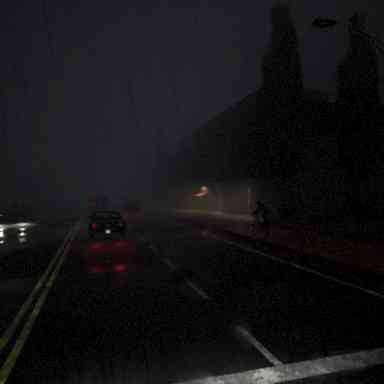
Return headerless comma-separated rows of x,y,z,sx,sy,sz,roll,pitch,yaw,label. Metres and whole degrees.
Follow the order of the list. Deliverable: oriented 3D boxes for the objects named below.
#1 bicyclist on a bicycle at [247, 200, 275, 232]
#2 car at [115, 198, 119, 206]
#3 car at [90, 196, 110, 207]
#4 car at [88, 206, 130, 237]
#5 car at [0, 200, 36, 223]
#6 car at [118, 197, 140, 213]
3.640,1.258,17.484,1.656,1.620,0.582,-1,0,-16,bicyclist on a bicycle
-10.332,1.634,49.691,2.097,1.767,4.553,-1,0,-16,car
-11.489,1.515,41.478,2.150,2.045,5.566,-1,0,-16,car
-4.912,1.728,19.049,1.895,1.301,4.718,-1,0,-16,car
-15.563,1.830,29.867,1.882,1.535,5.008,-1,0,-16,car
-7.511,1.690,40.221,1.882,1.535,5.008,-1,0,-16,car
